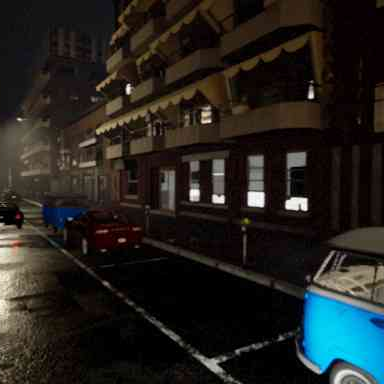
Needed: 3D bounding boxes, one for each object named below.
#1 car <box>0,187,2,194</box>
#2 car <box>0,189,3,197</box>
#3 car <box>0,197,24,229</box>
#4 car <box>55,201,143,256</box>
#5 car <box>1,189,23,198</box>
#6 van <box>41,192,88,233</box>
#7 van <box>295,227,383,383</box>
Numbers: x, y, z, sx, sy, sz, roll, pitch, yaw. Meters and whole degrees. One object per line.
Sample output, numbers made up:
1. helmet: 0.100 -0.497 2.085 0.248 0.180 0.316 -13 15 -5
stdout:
1. car: -42.297 -0.289 72.005 1.887 1.381 4.507 -1 2 -33
2. car: -21.646 0.638 35.330 1.994 1.385 4.181 -1 1 -33
3. car: -9.973 1.148 17.251 1.895 1.301 4.718 -1 2 -32
4. car: -3.287 1.254 11.750 1.887 1.381 4.507 -1 2 -33
5. car: -21.291 0.548 39.561 1.947 1.339 4.313 -1 2 -33
6. van: -6.286 0.928 16.380 1.690 1.788 3.998 -1 2 -33
7. van: 2.715 1.296 2.476 1.690 1.788 3.998 -1 2 -33
